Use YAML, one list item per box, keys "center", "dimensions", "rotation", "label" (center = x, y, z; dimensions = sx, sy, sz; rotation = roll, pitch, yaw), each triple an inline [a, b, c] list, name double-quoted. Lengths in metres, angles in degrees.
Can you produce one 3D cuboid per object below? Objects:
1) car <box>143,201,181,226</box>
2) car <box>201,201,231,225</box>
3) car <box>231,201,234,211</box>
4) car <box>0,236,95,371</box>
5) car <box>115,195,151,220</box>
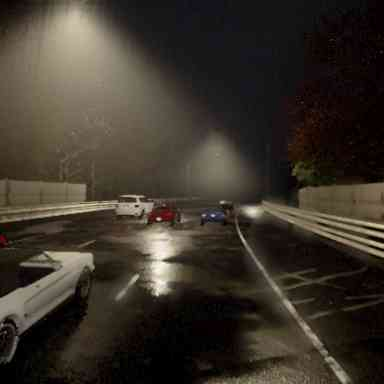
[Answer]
- center: [-1.923, 1.598, 23.974]
  dimensions: [1.812, 1.442, 4.674]
  rotation: [0, 0, 6]
  label: "car"
- center: [1.663, 1.626, 24.596]
  dimensions: [2.033, 1.411, 5.357]
  rotation: [0, 0, 6]
  label: "car"
- center: [4.330, 1.759, 42.446]
  dimensions: [1.895, 1.301, 4.718]
  rotation: [0, 0, 11]
  label: "car"
- center: [-3.226, 1.607, 5.595]
  dimensions: [1.895, 1.301, 4.718]
  rotation: [0, 0, 2]
  label: "car"
- center: [-4.875, 1.307, 28.891]
  dimensions: [2.150, 2.045, 5.566]
  rotation: [0, 0, 7]
  label: "car"
